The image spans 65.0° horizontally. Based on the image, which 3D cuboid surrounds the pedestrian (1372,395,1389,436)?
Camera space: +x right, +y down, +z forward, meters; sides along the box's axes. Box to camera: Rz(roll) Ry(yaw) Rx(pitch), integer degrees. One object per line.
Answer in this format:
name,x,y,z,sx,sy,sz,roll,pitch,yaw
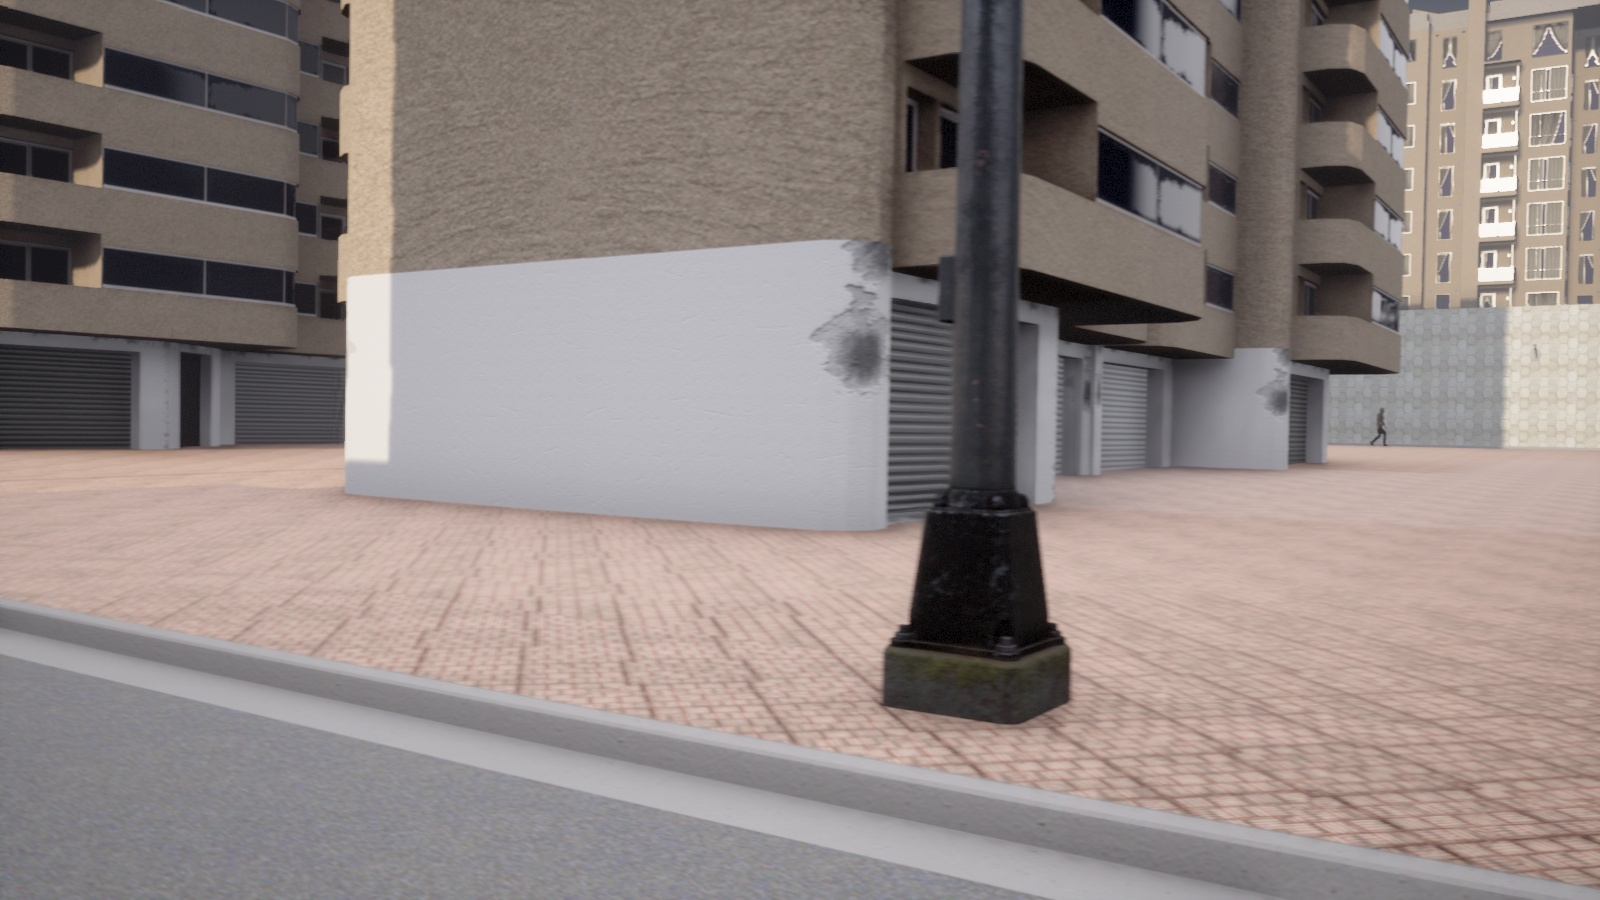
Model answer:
pedestrian,26.415,-1.565,57.143,0.634,1.846,0.331,1,1,32
